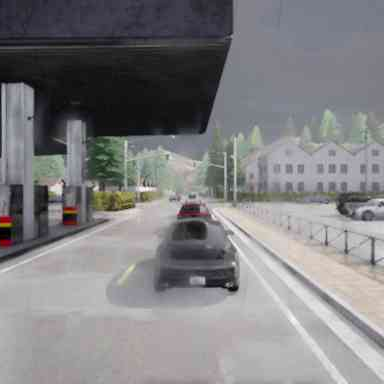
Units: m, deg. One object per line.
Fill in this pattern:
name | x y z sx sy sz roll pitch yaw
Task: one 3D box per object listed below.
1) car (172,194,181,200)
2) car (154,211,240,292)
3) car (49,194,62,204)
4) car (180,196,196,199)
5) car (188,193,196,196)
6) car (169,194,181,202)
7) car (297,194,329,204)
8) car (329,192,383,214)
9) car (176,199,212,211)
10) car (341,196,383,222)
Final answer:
car | -3.451 1.189 76.261 1.895 1.301 4.718 0 0 0
car | 0.105 1.456 8.798 1.837 1.490 4.892 0 0 0
car | -19.424 1.057 48.618 4.902 1.511 2.128 1 1 0
car | 0.115 1.354 28.232 1.837 1.490 4.892 0 0 0
car | 0.050 1.077 79.288 1.837 1.490 4.892 0 0 0
car | -3.458 1.211 66.266 1.994 1.385 4.181 0 0 0
car | 17.992 1.040 48.719 4.902 1.511 2.128 0 0 0
car | 13.292 0.937 26.080 3.866 1.878 1.905 0 0 0
car | 0.111 1.379 18.408 1.882 1.535 5.008 0 0 0
car | 12.699 1.239 22.754 3.806 1.475 1.970 0 0 0
